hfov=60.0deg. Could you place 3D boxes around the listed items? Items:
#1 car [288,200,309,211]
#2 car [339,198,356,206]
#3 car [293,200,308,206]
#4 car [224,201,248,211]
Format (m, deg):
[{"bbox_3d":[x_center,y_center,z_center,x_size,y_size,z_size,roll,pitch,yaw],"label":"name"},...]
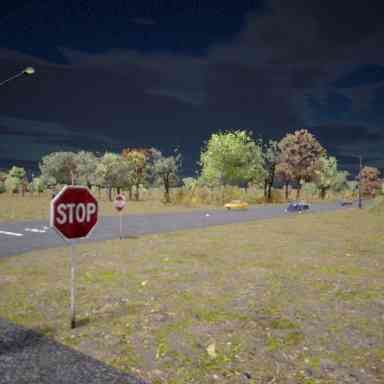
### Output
[{"bbox_3d":[16.778,2.046,52.088,2.097,1.767,4.553,1,0,36],"label":"car"},{"bbox_3d":[38.377,2.717,82.077,1.895,1.301,4.718,1,0,36],"label":"car"},{"bbox_3d":[24.412,2.476,74.665,1.895,1.301,4.718,1,0,36],"label":"car"},{"bbox_3d":[6.629,2.051,49.974,1.882,1.535,5.008,1,1,36],"label":"car"}]
